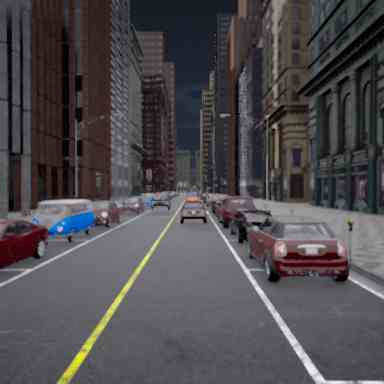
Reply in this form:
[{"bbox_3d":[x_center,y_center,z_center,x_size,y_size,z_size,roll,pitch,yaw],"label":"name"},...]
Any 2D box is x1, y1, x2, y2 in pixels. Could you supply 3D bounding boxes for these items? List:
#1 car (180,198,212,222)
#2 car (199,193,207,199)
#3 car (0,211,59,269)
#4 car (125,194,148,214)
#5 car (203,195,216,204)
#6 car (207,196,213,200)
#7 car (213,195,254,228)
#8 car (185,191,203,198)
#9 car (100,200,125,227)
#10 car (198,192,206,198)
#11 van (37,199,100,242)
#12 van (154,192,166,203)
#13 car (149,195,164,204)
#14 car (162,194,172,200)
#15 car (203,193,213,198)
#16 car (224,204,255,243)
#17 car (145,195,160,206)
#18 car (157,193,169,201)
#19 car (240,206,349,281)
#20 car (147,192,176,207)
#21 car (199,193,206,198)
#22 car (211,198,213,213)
[{"bbox_3d":[0.107,1.387,24.390,2.033,1.411,5.357,0,0,0],"label":"car"},{"bbox_3d":[2.788,1.053,82.877,1.802,1.307,4.206,0,0,0],"label":"car"},{"bbox_3d":[-5.762,1.481,9.599,1.887,1.381,4.507,0,0,0],"label":"car"},{"bbox_3d":[-5.755,1.228,32.145,1.967,1.590,4.097,0,0,0],"label":"car"},{"bbox_3d":[2.778,1.209,54.695,1.947,1.339,4.313,0,0,0],"label":"car"},{"bbox_3d":[2.771,1.354,32.151,1.947,1.339,4.313,0,0,0],"label":"car"},{"bbox_3d":[2.766,1.177,20.877,2.192,1.841,5.009,0,0,0],"label":"car"},{"bbox_3d":[0.113,1.054,45.238,2.097,1.767,4.553,0,0,0],"label":"car"},{"bbox_3d":[-5.758,1.302,20.871,1.967,1.590,4.097,0,0,0],"label":"car"},{"bbox_3d":[2.791,0.845,94.148,1.967,1.590,4.097,0,0,0],"label":"car"},{"bbox_3d":[-5.761,1.240,15.234,1.690,1.788,3.998,0,0,0],"label":"van"},{"bbox_3d":[-5.746,0.949,60.326,1.690,1.788,3.998,0,0,0],"label":"van"},{"bbox_3d":[-5.747,1.194,54.691,2.008,1.369,4.403,0,0,0],"label":"car"},{"bbox_3d":[-5.739,1.071,77.238,1.947,1.339,4.313,0,0,0],"label":"car"},{"bbox_3d":[2.774,1.154,43.422,1.967,1.590,4.097,0,0,0],"label":"car"},{"bbox_3d":[2.765,1.465,15.242,1.947,1.339,4.313,0,0,0],"label":"car"},{"bbox_3d":[-5.749,1.205,48.885,1.752,1.417,4.829,0,0,0],"label":"car"},{"bbox_3d":[-5.743,1.014,65.963,1.967,1.590,4.097,0,0,0],"label":"car"},{"bbox_3d":[2.763,1.376,9.605,1.967,1.590,4.097,0,0,0],"label":"car"},{"bbox_3d":[-2.989,0.974,33.388,2.033,1.411,5.357,0,0,0],"label":"car"},{"bbox_3d":[2.790,1.019,88.513,1.802,1.307,4.206,0,0,0],"label":"car"},{"bbox_3d":[2.769,1.370,26.515,1.887,1.381,4.507,0,0,0],"label":"car"}]
